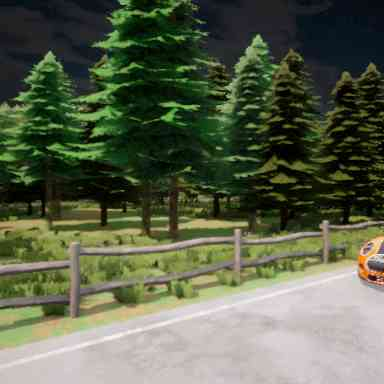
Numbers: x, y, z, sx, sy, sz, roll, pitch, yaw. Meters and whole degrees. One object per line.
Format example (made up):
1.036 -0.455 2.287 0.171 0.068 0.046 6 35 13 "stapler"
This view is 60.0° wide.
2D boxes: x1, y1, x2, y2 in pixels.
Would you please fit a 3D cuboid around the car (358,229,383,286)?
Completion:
6.197 1.351 8.404 4.553 1.767 2.097 0 0 -35 "car"
